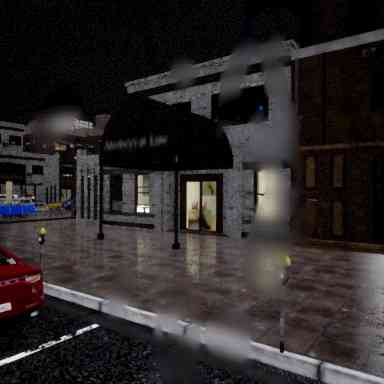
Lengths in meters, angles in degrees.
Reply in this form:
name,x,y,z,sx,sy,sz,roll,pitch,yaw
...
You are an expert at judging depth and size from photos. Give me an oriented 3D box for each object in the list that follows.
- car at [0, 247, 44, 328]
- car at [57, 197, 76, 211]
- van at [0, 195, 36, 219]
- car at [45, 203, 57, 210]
name,x,y,z,sx,sy,sz,roll,pitch,yaw
car,-4.547,1.544,6.110,4.507,1.381,1.887,0,0,35
car,-13.479,1.288,41.870,2.150,2.045,5.566,0,0,36
van,-15.640,1.413,28.724,1.690,1.788,3.998,0,0,35
car,-16.244,1.569,42.453,1.752,1.417,4.829,0,0,35
